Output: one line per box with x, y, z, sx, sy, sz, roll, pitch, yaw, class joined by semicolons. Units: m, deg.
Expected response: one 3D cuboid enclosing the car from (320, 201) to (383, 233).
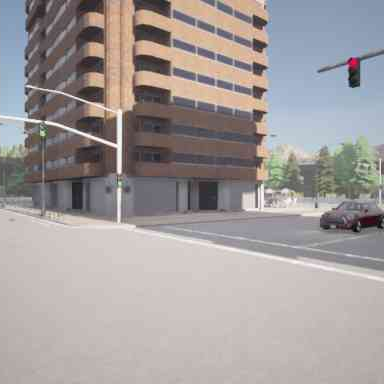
9.652;1.352;19.909;4.553;1.767;2.097;0;0;-37;car
